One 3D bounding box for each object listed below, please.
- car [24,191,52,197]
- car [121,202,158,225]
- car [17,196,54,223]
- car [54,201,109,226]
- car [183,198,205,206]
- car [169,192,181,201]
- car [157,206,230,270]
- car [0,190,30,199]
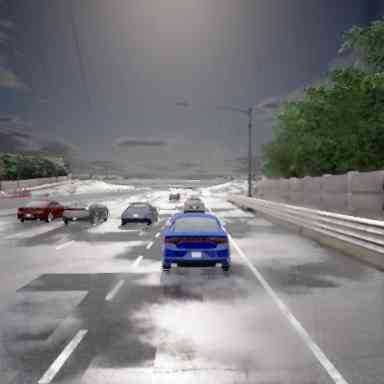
[{"bbox_3d":[-20.762,0.963,46.051,1.882,1.535,5.008,0,1,1],"label":"car"},{"bbox_3d":[-3.437,1.389,22.383,1.994,1.385,4.181,0,1,0],"label":"car"},{"bbox_3d":[-10.329,1.284,23.506,1.882,1.535,5.008,0,1,0],"label":"car"},{"bbox_3d":[-6.838,1.322,21.857,2.128,1.511,4.902,0,1,0],"label":"car"},{"bbox_3d":[0.203,1.267,29.322,2.033,1.411,5.357,0,1,0],"label":"car"},{"bbox_3d":[-3.114,0.743,60.732,2.128,1.511,4.902,0,1,1],"label":"car"},{"bbox_3d":[0.120,1.432,10.959,1.882,1.535,5.008,0,0,0],"label":"car"},{"bbox_3d":[-24.262,0.699,46.051,2.150,2.045,5.566,0,1,1],"label":"car"}]
